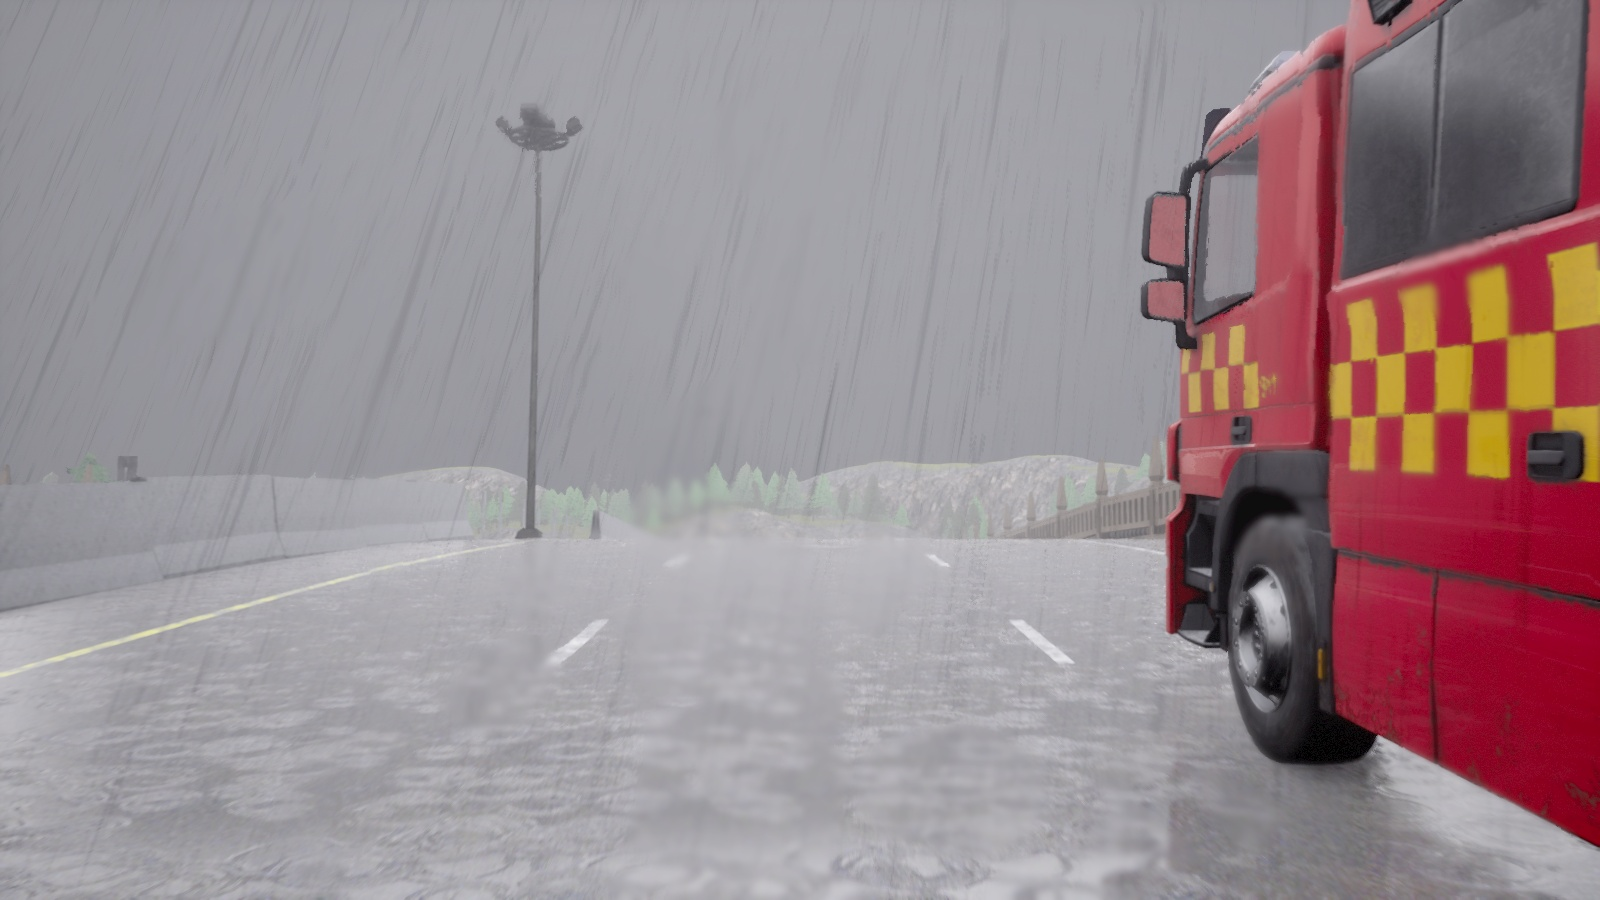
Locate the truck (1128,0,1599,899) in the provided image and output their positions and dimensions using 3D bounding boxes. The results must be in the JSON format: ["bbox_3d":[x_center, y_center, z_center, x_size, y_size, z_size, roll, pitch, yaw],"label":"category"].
[{"bbox_3d":[3.538,-0.417,3.840,2.891,3.827,8.468,0,0,0],"label":"truck"}]
